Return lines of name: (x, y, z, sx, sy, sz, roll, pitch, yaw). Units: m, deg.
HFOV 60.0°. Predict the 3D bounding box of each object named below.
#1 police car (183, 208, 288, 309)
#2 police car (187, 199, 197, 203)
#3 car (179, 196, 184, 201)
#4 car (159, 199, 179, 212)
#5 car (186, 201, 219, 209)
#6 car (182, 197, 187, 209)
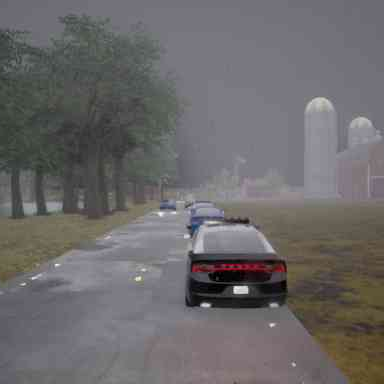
police car: (0.811, 1.428, 8.119, 1.930, 1.638, 5.238, 0, 0, 0)
police car: (0.783, 1.442, 24.120, 1.930, 1.638, 5.238, 0, 0, 0)
car: (-2.915, 1.964, 95.429, 2.128, 1.511, 4.902, 0, -1, 0)
car: (-2.919, 1.546, 40.904, 1.882, 1.535, 5.008, 0, 0, 0)
car: (0.794, 1.487, 18.009, 1.882, 1.535, 5.008, 0, 0, 0)
car: (-0.054, 1.699, 47.076, 1.895, 1.301, 4.718, 0, 0, 1)
